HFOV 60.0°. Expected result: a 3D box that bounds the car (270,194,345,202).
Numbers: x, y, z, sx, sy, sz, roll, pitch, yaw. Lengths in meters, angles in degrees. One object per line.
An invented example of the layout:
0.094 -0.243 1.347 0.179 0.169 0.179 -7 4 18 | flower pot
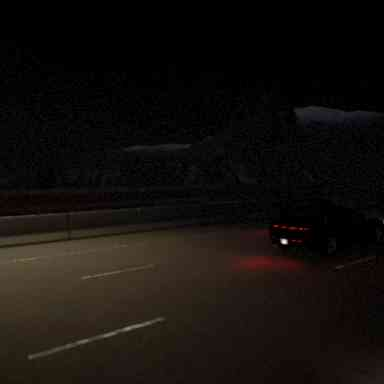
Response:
6.347 1.045 16.884 4.674 1.442 1.812 -2 1 -35 | car

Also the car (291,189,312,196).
16.500 0.254 46.012 5.357 1.411 2.033 -2 1 -37 | car

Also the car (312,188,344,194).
17.941 0.255 42.754 4.674 1.442 1.812 -2 1 -37 | car

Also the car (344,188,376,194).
20.964 0.253 40.679 4.181 1.385 1.994 -2 1 -38 | car

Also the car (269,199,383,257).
4.768 1.168 11.475 4.892 1.490 1.837 -2 1 -35 | car

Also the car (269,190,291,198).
13.146 0.361 47.864 4.718 1.301 1.895 -2 1 -37 | car
